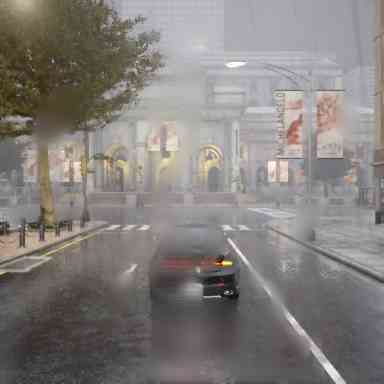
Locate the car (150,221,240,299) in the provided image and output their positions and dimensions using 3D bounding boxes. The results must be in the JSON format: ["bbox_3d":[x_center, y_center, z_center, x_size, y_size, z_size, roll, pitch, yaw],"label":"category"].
[{"bbox_3d":[0.064,1.505,8.450,1.837,1.490,4.892,0,0,0],"label":"car"}]
